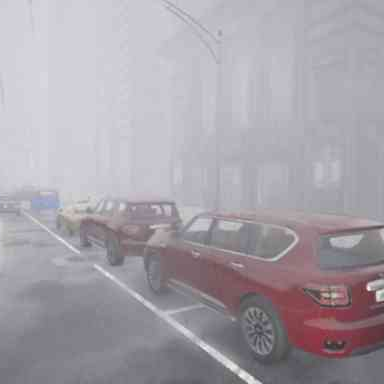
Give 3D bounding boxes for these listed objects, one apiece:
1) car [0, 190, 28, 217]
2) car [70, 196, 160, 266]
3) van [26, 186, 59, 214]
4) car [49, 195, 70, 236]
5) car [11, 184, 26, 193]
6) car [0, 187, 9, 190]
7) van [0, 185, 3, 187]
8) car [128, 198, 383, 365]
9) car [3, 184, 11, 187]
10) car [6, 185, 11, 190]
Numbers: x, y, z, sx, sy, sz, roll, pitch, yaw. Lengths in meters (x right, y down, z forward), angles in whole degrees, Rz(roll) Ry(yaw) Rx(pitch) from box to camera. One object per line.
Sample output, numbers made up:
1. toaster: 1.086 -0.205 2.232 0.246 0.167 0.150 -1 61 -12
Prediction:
1. car: -12.579 0.851 22.230 2.033 1.411 5.357 0 2 -32
2. car: -2.076 1.040 10.577 2.192 1.841 5.009 0 1 -32
3. van: -11.040 0.609 24.811 1.690 1.788 3.998 0 1 -32
4. car: -5.158 1.093 15.470 1.752 1.417 4.829 0 1 -32
5. car: -17.016 0.279 34.299 2.192 1.841 5.009 0 1 -32
6. car: -21.618 0.408 36.551 1.994 1.385 4.181 0 2 -32
7. van: -31.957 -0.451 58.022 1.690 1.788 3.998 0 1 -32
8. car: 0.913 1.193 5.832 2.192 1.841 5.009 0 1 -32
9. car: -25.983 -0.050 48.535 1.967 1.590 4.097 0 1 -32
10. car: -22.996 0.206 43.793 1.887 1.381 4.507 0 1 -32
